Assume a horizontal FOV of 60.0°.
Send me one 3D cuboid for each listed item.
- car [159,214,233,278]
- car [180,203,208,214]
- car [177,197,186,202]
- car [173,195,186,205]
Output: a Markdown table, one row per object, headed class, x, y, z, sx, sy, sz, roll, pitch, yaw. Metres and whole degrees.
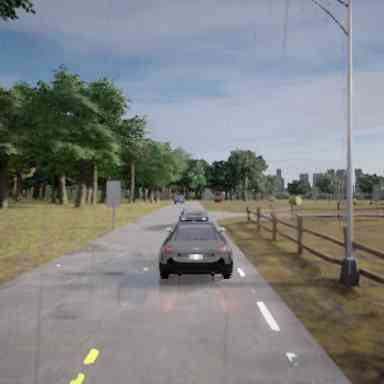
| class | x | y | z | sx | sy | sz | roll | pitch | yaw |
| --- | --- | --- | --- | --- | --- | --- | --- | --- | --- |
| car | 0.107 | 1.589 | 10.281 | 1.994 | 1.385 | 4.181 | 0 | 0 | 0 |
| car | 0.151 | 1.668 | 22.086 | 1.895 | 1.301 | 4.718 | 0 | 0 | 1 |
| car | -2.672 | 1.923 | 86.295 | 2.033 | 1.411 | 5.357 | 0 | -1 | 0 |
| car | -2.686 | 1.631 | 69.869 | 2.150 | 2.045 | 5.566 | 0 | -1 | 0 |
